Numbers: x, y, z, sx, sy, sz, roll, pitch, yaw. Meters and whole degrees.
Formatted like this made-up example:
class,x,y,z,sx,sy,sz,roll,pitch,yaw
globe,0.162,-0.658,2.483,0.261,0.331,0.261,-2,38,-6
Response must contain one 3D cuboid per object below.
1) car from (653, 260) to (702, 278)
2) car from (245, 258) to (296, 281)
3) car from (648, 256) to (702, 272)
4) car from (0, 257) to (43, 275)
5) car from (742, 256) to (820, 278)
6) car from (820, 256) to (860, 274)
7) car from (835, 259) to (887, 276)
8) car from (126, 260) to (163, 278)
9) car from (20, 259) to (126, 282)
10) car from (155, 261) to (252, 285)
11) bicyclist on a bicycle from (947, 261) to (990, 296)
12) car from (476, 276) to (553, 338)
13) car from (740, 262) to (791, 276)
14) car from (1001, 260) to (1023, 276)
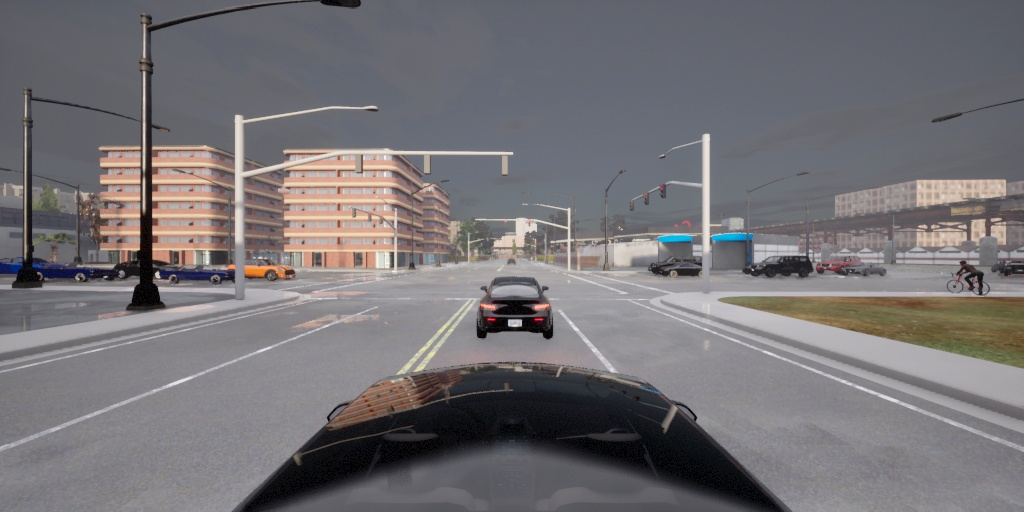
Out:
class,x,y,z,sx,sy,sz,roll,pitch,yaw
car,16.096,1.314,33.906,4.181,1.385,1.994,0,0,0
car,-19.466,0.986,27.959,4.553,1.767,2.097,1,0,1
car,17.183,0.971,37.340,5.566,2.045,2.150,0,0,1
car,-38.176,0.821,28.310,5.008,1.535,1.882,1,0,1
car,25.449,0.971,34.037,5.566,2.045,2.150,0,0,-5
car,36.621,0.971,40.073,5.566,2.045,2.150,0,0,-22
car,35.243,1.314,35.978,4.181,1.385,1.994,0,0,-18
car,-28.243,1.021,28.122,4.892,1.490,1.837,1,0,1
car,-30.080,1.088,24.654,4.718,1.301,1.895,1,0,1
car,-20.965,1.220,24.490,4.718,1.301,1.895,1,0,2
bicyclist on a bicycle,21.908,1.051,17.256,0.582,1.620,1.656,0,0,0
car,0.073,1.276,10.015,1.812,1.442,4.674,0,0,0
car,26.583,1.314,37.696,4.181,1.385,1.994,0,0,-8
car,50.501,1.228,35.516,5.008,1.535,1.882,0,0,-33
